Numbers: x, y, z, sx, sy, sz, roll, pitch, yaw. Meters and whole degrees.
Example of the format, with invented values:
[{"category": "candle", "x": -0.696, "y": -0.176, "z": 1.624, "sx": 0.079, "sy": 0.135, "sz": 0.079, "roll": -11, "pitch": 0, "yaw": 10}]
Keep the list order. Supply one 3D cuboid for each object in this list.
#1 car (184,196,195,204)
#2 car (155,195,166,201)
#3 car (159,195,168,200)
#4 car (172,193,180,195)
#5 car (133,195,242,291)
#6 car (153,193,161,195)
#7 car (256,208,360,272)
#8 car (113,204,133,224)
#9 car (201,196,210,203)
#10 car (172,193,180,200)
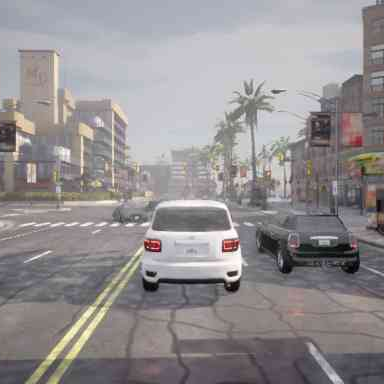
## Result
[{"category": "car", "x": -0.518, "y": 1.547, "z": 64.106, "sx": 2.033, "sy": 1.411, "sz": 5.357, "roll": 0, "pitch": 0, "yaw": -1}, {"category": "car", "x": -7.801, "y": 1.525, "z": 82.588, "sx": 2.128, "sy": 1.511, "sz": 4.902, "roll": 0, "pitch": 0, "yaw": -1}, {"category": "car", "x": -7.906, "y": 1.540, "z": 92.927, "sx": 2.033, "sy": 1.411, "sz": 5.357, "roll": 0, "pitch": 0, "yaw": -1}, {"category": "car", "x": -4.205, "y": 1.540, "z": 72.880, "sx": 2.033, "sy": 1.411, "sz": 5.357, "roll": 0, "pitch": 0, "yaw": -1}, {"category": "car", "x": -0.015, "y": 1.221, "z": 9.151, "sx": 2.150, "sy": 2.045, "sz": 5.566, "roll": 0, "pitch": 0, "yaw": 0}, {"category": "car", "x": -7.705, "y": 1.225, "z": 72.866, "sx": 2.150, "sy": 2.045, "sz": 5.566, "roll": 0, "pitch": 0, "yaw": -1}, {"category": "car", "x": 3.479, "y": 1.352, "z": 10.889, "sx": 2.097, "sy": 1.767, "sz": 4.553, "roll": 0, "pitch": 0, "yaw": 0}, {"category": "car", "x": -4.514, "y": 1.564, "z": 24.462, "sx": 1.994, "sy": 1.385, "sz": 4.181, "roll": 0, "pitch": 0, "yaw": -23}, {"category": "car", "x": 2.849, "y": 1.525, "z": 70.611, "sx": 1.812, "sy": 1.442, "sz": 4.674, "roll": 0, "pitch": 0, "yaw": -1}, {"category": "car", "x": -4.413, "y": 1.225, "z": 93.174, "sx": 2.150, "sy": 2.045, "sz": 5.566, "roll": 0, "pitch": 0, "yaw": -1}]
